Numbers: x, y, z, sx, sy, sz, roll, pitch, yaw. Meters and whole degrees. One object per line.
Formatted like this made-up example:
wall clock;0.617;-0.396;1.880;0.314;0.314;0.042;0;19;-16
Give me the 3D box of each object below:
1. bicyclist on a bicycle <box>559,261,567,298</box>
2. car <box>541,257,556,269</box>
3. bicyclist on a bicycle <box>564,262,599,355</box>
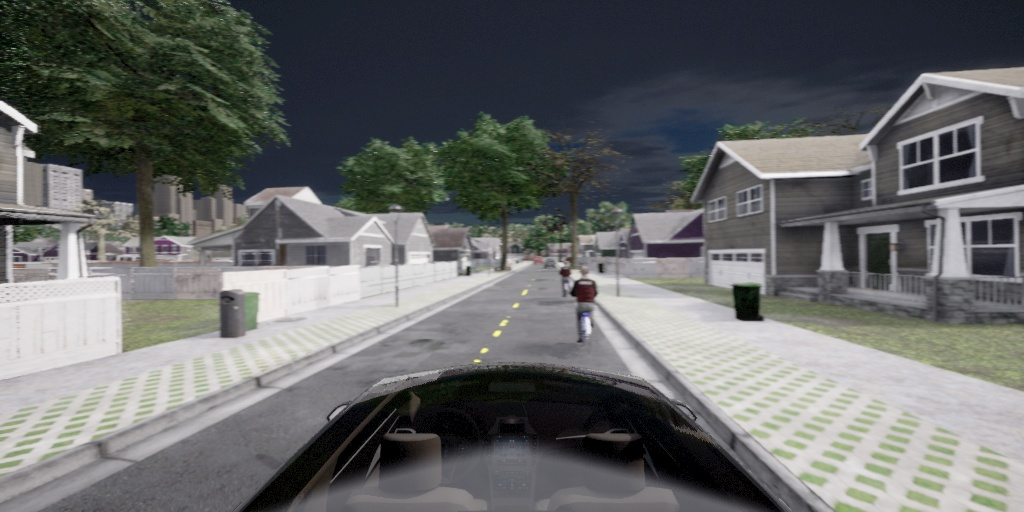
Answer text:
bicyclist on a bicycle;2.505;1.117;16.752;0.659;1.776;1.843;-1;0;6
car;6.362;1.286;60.036;2.128;1.511;4.902;-1;0;6
bicyclist on a bicycle;1.571;1.109;7.801;0.659;1.776;1.843;-1;0;6
